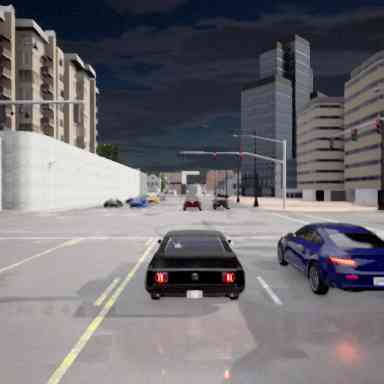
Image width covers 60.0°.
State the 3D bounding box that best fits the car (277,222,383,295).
[{"bbox_3d":[3.563,1.501,8.538,1.812,1.442,4.674,0,0,0],"label":"car"}]

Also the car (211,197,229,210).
[{"bbox_3d":[3.531,1.407,41.886,1.837,1.490,4.892,0,0,0],"label":"car"}]

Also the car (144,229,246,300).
[{"bbox_3d":[0.062,1.584,8.311,1.895,1.301,4.718,0,0,0],"label":"car"}]

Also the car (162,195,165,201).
[{"bbox_3d":[-7.124,1.342,75.831,2.128,1.511,4.902,0,0,0],"label":"car"}]

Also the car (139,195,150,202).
[{"bbox_3d":[-10.622,1.340,74.682,1.837,1.490,4.892,0,0,0],"label":"car"}]

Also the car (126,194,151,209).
[{"bbox_3d":[-7.165,1.397,44.855,1.882,1.535,5.008,0,0,0],"label":"car"}]

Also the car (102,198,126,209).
[{"bbox_3d":[-10.665,1.490,44.903,1.994,1.385,4.181,0,0,0],"label":"car"}]

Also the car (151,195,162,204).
[{"bbox_3d":[-7.158,1.361,60.512,1.882,1.535,5.008,0,0,0],"label":"car"}]

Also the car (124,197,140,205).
[{"bbox_3d":[-10.661,1.495,59.451,1.895,1.301,4.718,0,0,0],"label":"car"}]

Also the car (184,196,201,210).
[{"bbox_3d":[0.030,1.262,41.538,2.097,1.767,4.553,0,0,0],"label":"car"}]
